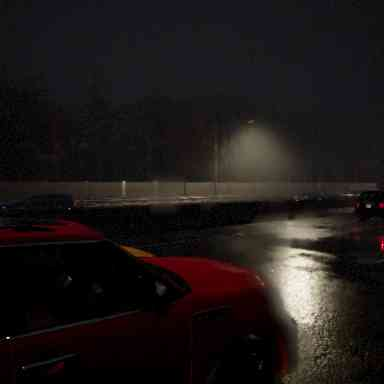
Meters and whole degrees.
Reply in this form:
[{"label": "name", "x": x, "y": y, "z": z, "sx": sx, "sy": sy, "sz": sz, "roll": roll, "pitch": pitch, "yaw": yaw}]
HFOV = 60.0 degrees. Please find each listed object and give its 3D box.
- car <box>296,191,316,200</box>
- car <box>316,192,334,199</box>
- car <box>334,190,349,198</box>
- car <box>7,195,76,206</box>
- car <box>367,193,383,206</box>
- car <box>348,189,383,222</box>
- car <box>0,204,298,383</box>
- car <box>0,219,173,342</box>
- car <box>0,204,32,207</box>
[{"label": "car", "x": 17.991, "y": 0.754, "z": 51.143, "sx": 4.553, "sy": 1.767, "sz": 2.097, "roll": -1, "pitch": 1, "yaw": -35}, {"label": "car", "x": 20.614, "y": 0.956, "z": 48.716, "sx": 4.181, "sy": 1.385, "sz": 1.994, "roll": -1, "pitch": 1, "yaw": -35}, {"label": "car", "x": 22.546, "y": 0.613, "z": 45.796, "sx": 5.566, "sy": 2.045, "sz": 2.150, "roll": -1, "pitch": 1, "yaw": -35}, {"label": "car", "x": -10.492, "y": 1.294, "z": 22.281, "sx": 4.553, "sy": 1.767, "sz": 2.097, "roll": -1, "pitch": 1, "yaw": -35}, {"label": "car", "x": 24.794, "y": 0.916, "z": 43.104, "sx": 4.674, "sy": 1.442, "sz": 1.812, "roll": -1, "pitch": 1, "yaw": -35}, {"label": "car", "x": 12.859, "y": 0.912, "z": 21.636, "sx": 5.566, "sy": 2.045, "sz": 2.150, "roll": -1, "pitch": 1, "yaw": -35}, {"label": "car", "x": -1.535, "y": 1.219, "z": 2.772, "sx": 5.566, "sy": 2.045, "sz": 2.150, "roll": -1, "pitch": 1, "yaw": -35}, {"label": "car", "x": -2.982, "y": 1.465, "z": 6.046, "sx": 5.008, "sy": 1.535, "sz": 1.882, "roll": -1, "pitch": 1, "yaw": -35}, {"label": "car", "x": -11.071, "y": 1.551, "z": 17.580, "sx": 4.181, "sy": 1.385, "sz": 1.994, "roll": -1, "pitch": 1, "yaw": -35}]
